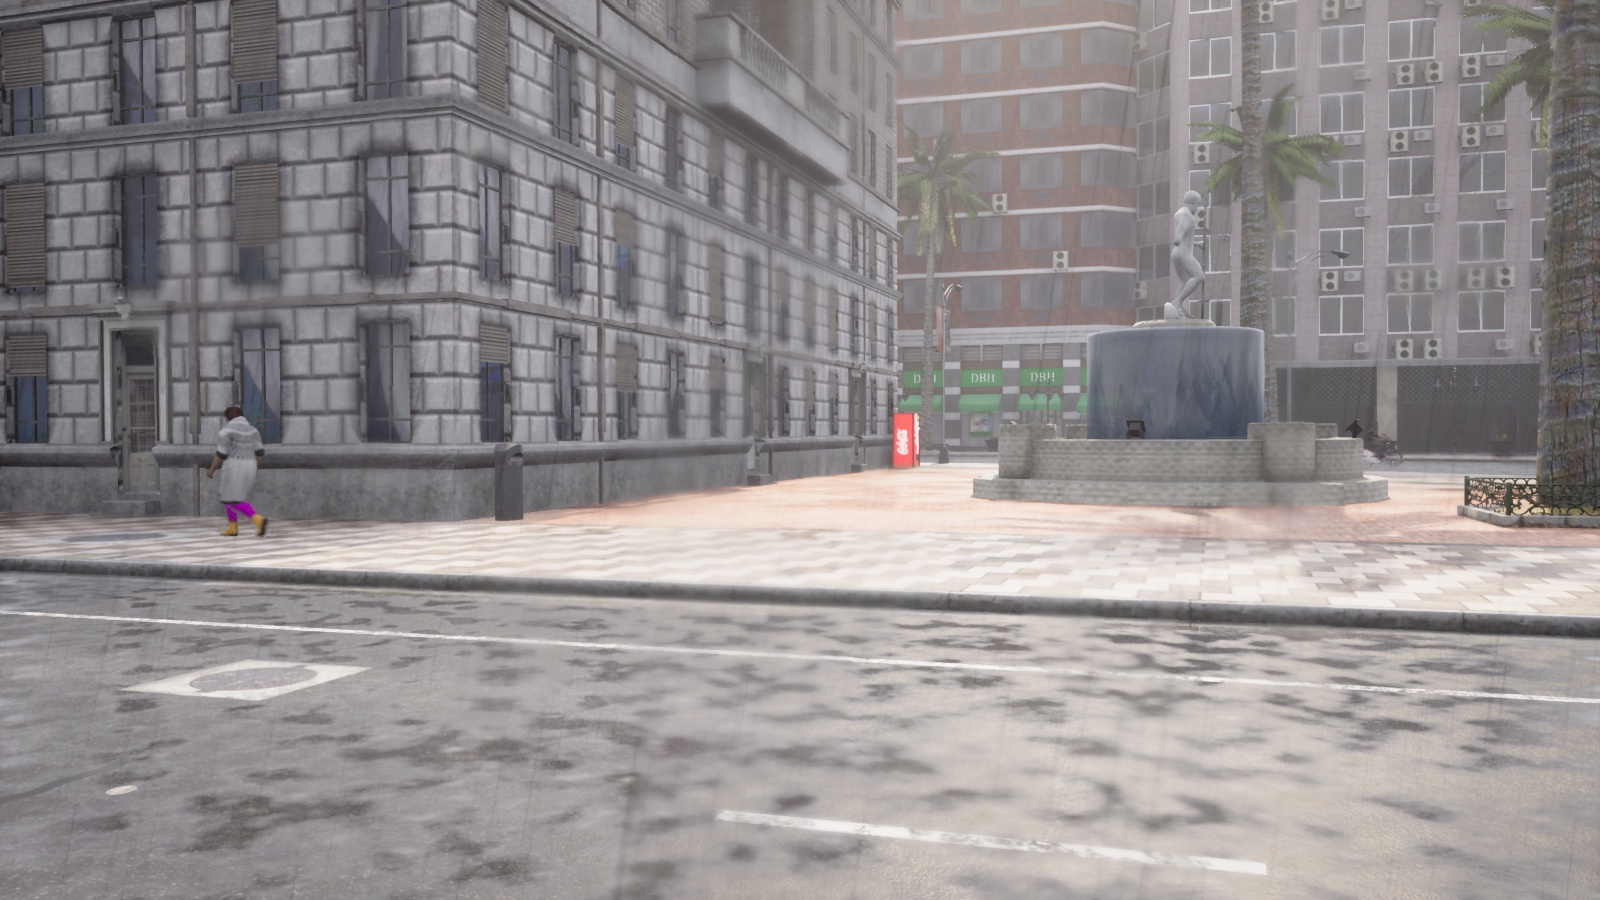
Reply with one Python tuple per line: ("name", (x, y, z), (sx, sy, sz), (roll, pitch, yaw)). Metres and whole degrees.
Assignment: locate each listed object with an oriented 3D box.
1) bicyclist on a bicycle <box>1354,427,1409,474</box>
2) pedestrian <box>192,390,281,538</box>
("bicyclist on a bicycle", (22.641, -0.001, 48.910), (0.659, 1.776, 1.843), (-1, 1, -39))
("pedestrian", (-7.630, 0.182, 17.022), (0.873, 1.952, 0.659), (0, 1, 16))
